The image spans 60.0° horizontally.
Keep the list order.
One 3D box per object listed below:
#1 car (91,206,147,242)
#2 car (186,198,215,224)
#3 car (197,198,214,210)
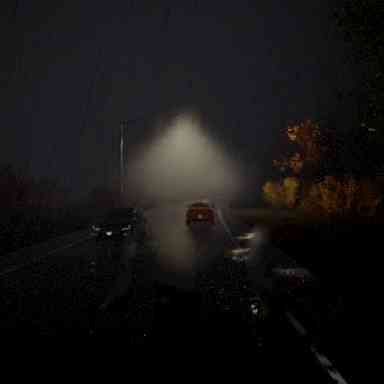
[{"bbox_3d":[-3.361,1.471,16.171,1.837,1.490,4.892,0,0,2],"label":"car"},{"bbox_3d":[0.633,1.426,24.123,1.882,1.535,5.008,0,0,2],"label":"car"},{"bbox_3d":[1.774,1.466,42.188,1.994,1.385,4.181,0,0,5],"label":"car"}]
